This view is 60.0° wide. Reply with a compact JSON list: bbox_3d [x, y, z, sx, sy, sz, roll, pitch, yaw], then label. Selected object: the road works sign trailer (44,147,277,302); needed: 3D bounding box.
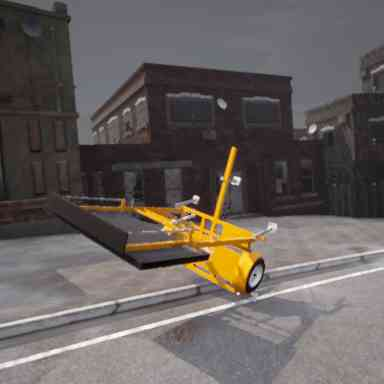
[{"bbox_3d":[-0.316,0.413,5.779,2.380,2.880,3.560,19,9,39],"label":"road works sign trailer"}]
